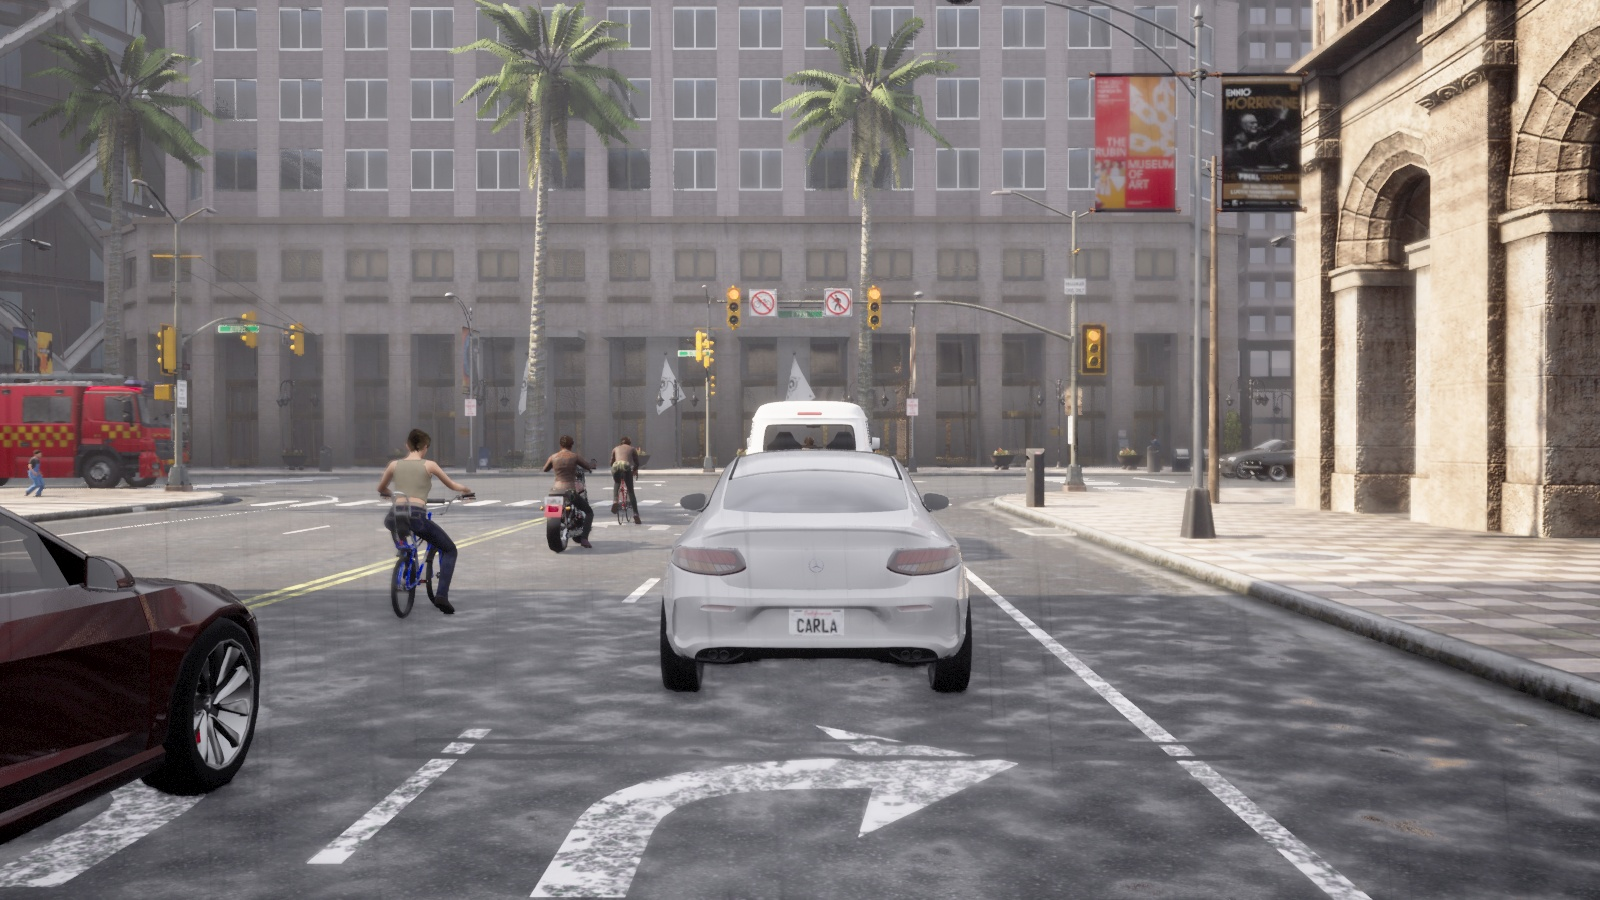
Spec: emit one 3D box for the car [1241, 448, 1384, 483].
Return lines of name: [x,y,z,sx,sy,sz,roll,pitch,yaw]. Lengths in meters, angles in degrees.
car: [19.545,0.591,48.045,4.718,1.301,1.895,0,0,1]

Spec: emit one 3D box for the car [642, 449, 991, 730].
car: [0.104,0.722,8.867,1.812,1.442,4.674,0,0,0]

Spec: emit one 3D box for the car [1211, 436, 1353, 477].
car: [19.711,0.250,51.521,5.027,1.651,2.152,0,0,1]

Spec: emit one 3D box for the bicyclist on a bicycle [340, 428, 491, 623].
bicyclist on a bicycle: [-3.366,0.617,11.144,0.866,1.612,1.509,0,0,0]

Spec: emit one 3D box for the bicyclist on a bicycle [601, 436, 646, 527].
bicyclist on a bicycle: [-3.256,0.565,23.313,0.582,1.620,1.656,0,0,1]

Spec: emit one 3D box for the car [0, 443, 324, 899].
car: [-3.449,0.722,3.799,2.163,1.488,4.792,0,0,1]

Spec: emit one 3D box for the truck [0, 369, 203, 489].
truck: [-24.738,-0.673,41.656,8.468,3.827,2.891,0,0,-1]

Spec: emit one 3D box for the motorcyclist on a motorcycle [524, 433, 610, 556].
motorcyclist on a motorcycle: [-3.299,0.593,17.981,0.766,1.649,2.350,0,0,1]

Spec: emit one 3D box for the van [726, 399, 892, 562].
van: [0.170,0.369,17.908,2.069,2.038,4.480,0,0,1]

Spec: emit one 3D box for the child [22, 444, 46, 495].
child: [-19.145,0.491,31.403,0.437,1.263,0.270,0,0,0]
